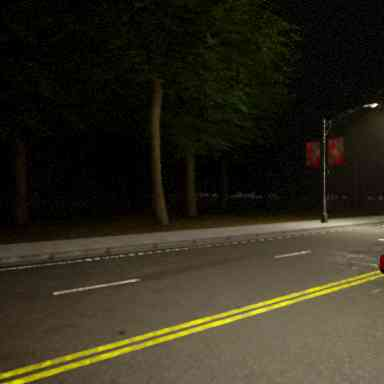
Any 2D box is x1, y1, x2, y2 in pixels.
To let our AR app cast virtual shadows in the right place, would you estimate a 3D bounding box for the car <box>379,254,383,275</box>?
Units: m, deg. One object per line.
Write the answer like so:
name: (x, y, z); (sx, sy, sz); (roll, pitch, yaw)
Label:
car: (6.662, 1.636, 8.186); (4.718, 1.301, 1.895); (0, 0, -35)
